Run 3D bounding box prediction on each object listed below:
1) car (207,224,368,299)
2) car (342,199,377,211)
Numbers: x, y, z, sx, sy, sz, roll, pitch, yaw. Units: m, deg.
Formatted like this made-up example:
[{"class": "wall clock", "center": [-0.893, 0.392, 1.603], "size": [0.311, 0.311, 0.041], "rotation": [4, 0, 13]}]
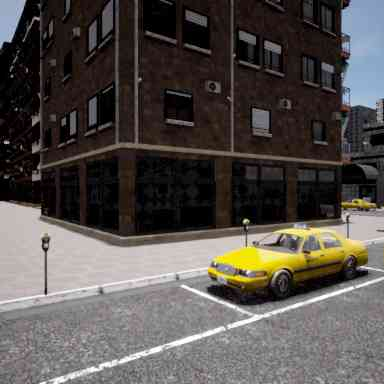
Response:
[{"class": "car", "center": [2.594, 1.525, 8.416], "size": [4.829, 1.417, 1.752], "rotation": [0, 0, -36]}, {"class": "car", "center": [19.270, 1.469, 39.636], "size": [1.752, 1.417, 4.829], "rotation": [0, 0, -35]}]
